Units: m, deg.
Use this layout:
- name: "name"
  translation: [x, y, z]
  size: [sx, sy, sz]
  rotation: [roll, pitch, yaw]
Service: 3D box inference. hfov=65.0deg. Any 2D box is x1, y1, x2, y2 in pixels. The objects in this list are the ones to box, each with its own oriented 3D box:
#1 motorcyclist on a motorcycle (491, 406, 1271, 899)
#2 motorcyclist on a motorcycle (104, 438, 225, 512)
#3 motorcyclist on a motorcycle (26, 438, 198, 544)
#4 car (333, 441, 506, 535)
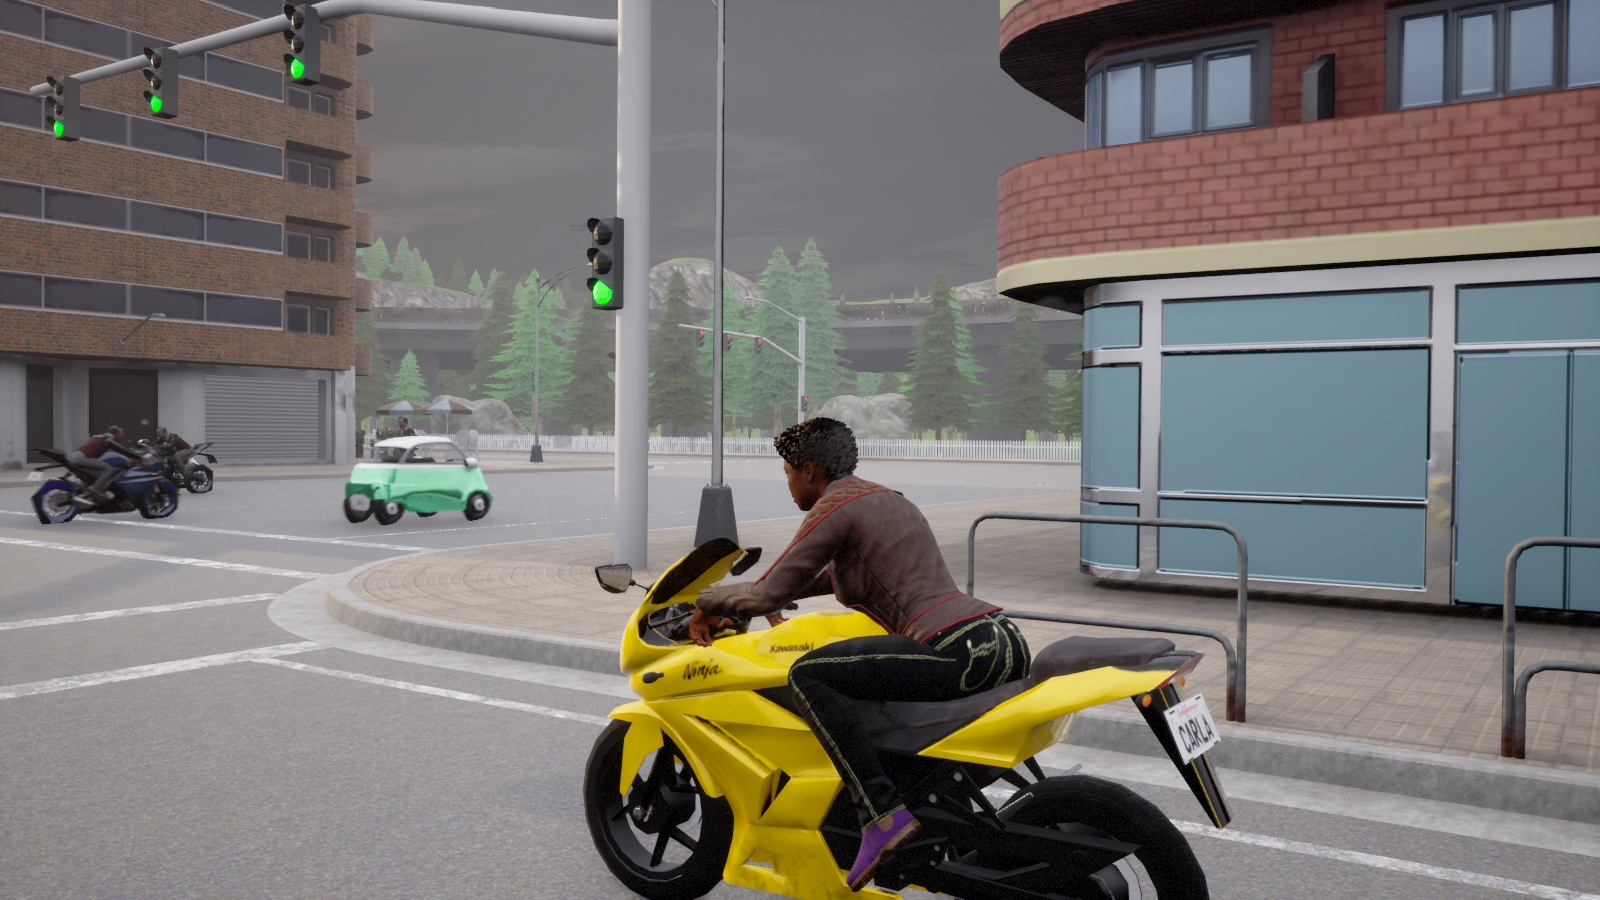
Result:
- name: "motorcyclist on a motorcycle"
  translation: [0.158, 0.664, 3.519]
  size: [2.044, 1.523, 0.797]
  rotation: [0, 1, 34]
- name: "motorcyclist on a motorcycle"
  translation: [-13.873, 0.517, 27.482]
  size: [0.866, 1.530, 2.191]
  rotation: [0, 1, 34]
- name: "motorcyclist on a motorcycle"
  translation: [-10.714, 0.595, 19.634]
  size: [0.866, 1.530, 2.191]
  rotation: [0, 1, 34]
- name: "car"
  translation: [-6.094, 0.565, 20.234]
  size: [1.481, 1.376, 2.207]
  rotation: [0, 1, 34]
